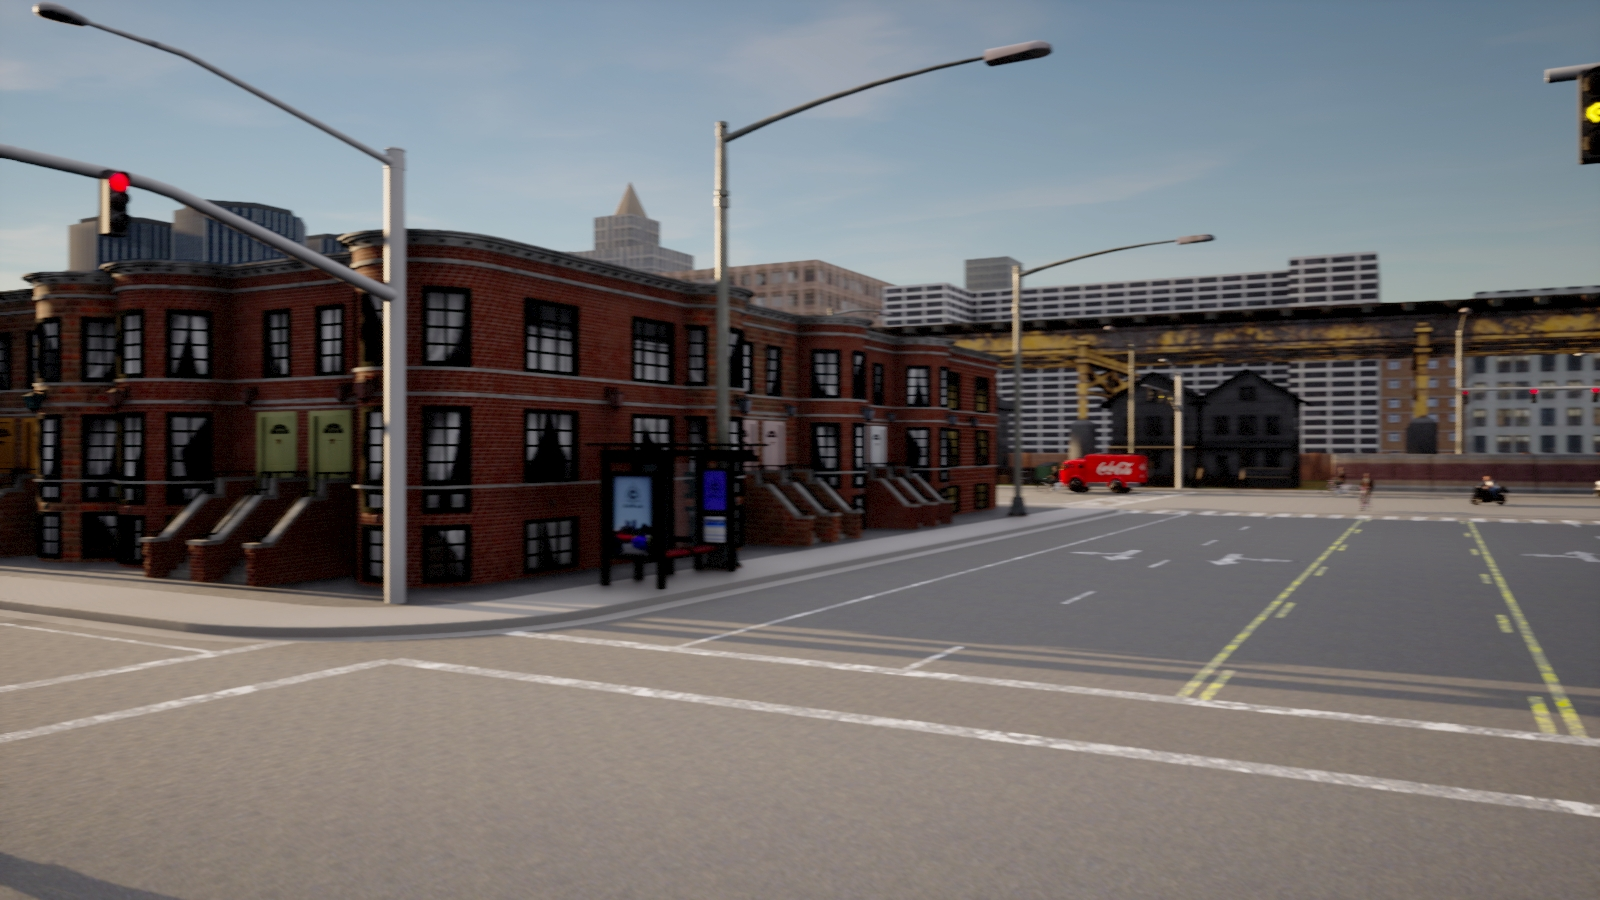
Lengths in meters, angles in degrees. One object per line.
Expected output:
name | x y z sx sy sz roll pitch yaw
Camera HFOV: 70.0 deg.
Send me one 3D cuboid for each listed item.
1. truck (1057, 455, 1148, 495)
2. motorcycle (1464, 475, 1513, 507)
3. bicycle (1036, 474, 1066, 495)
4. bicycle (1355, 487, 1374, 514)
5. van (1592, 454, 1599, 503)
truck | 19.634 1.570 74.179 5.204 2.467 2.627 0 0 29
motorcycle | 34.047 2.022 56.545 2.033 1.505 0.803 0 2 -11
bicycle | 15.847 2.175 72.269 1.835 1.251 0.329 0 0 29
bicycle | 25.034 2.227 50.667 0.329 1.126 1.835 2 1 40
van | 45.281 1.516 59.964 5.915 2.561 1.988 0 0 29
